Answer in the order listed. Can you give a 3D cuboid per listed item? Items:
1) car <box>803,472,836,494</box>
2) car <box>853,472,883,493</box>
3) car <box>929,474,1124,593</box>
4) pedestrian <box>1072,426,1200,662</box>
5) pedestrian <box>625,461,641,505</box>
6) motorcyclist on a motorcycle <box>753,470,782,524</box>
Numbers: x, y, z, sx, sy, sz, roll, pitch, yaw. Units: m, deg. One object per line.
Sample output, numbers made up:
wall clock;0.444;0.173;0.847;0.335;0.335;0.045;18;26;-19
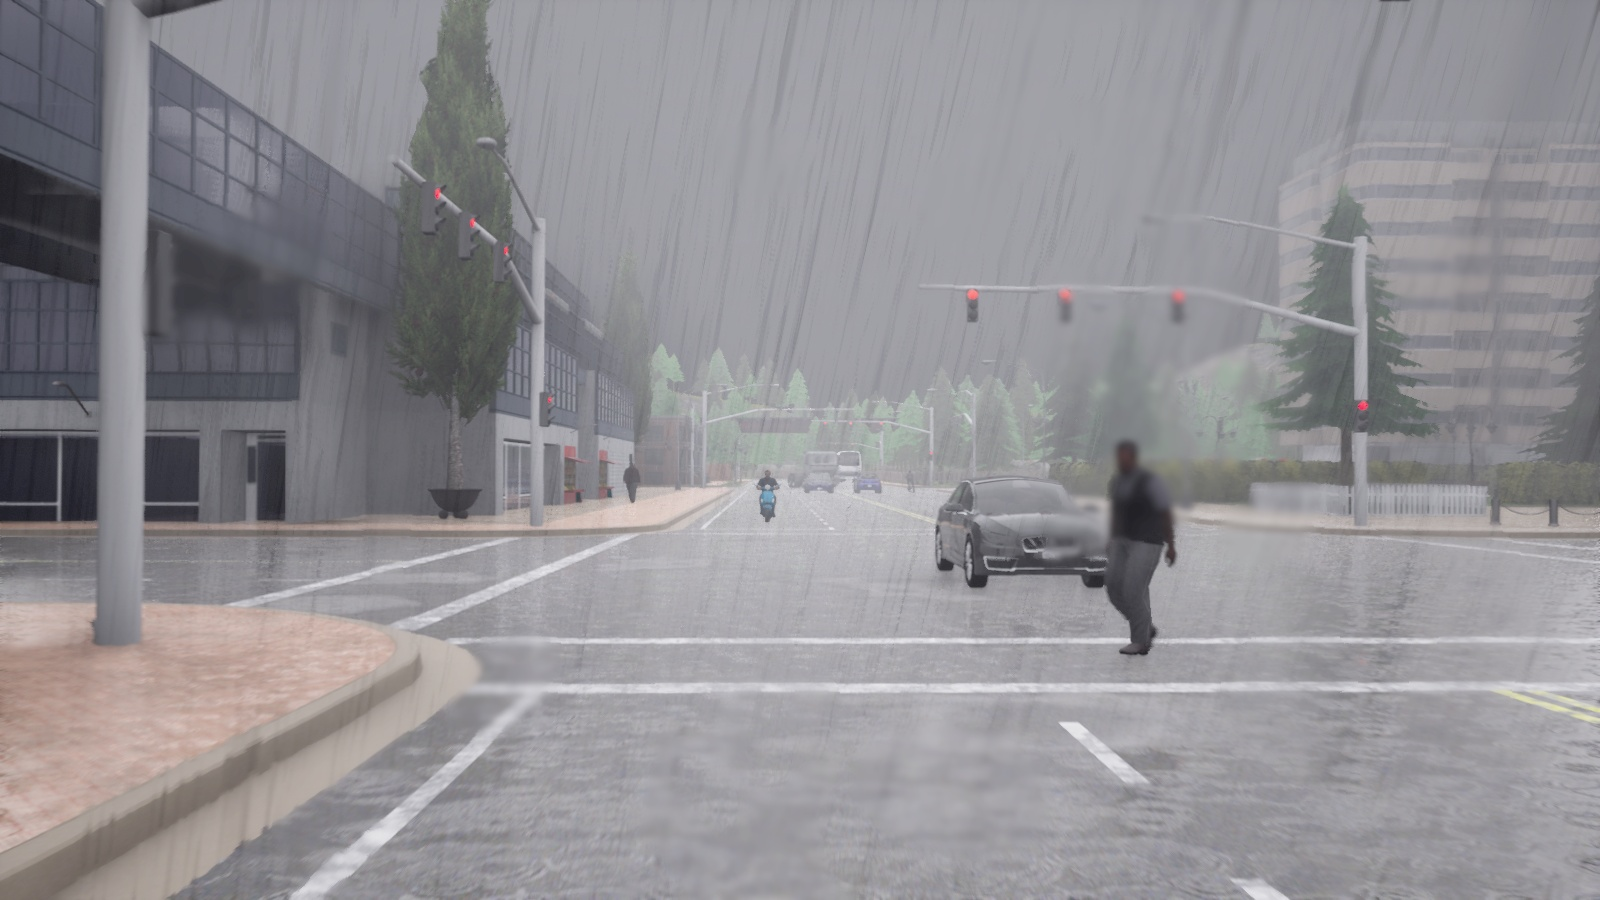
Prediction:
car;1.330;2.294;88.671;2.163;1.488;4.792;0;-1;-1
car;4.811;2.307;89.493;1.816;1.474;4.193;0;-1;-1
car;3.141;1.116;18.475;1.837;1.490;4.892;0;-1;-2
pedestrian;2.791;0.757;10.461;0.849;1.883;0.563;0;-1;-23
pedestrian;-7.074;1.392;53.186;0.634;1.844;0.899;0;-1;-4
motorcyclist on a motorcycle;-0.985;1.412;38.261;0.866;1.590;1.817;0;-1;-1
